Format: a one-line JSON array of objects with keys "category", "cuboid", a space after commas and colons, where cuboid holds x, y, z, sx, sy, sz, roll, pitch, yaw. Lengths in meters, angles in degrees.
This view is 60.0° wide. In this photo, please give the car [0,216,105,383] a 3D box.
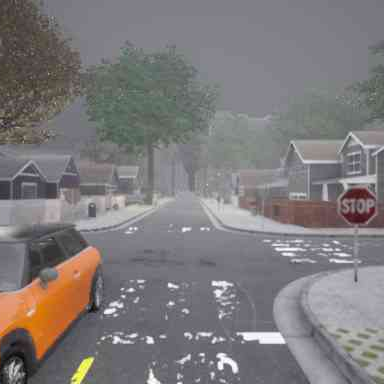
[{"category": "car", "cuboid": [-2.739, 1.326, 4.537, 2.097, 1.767, 4.553, 0, 0, 0]}]
